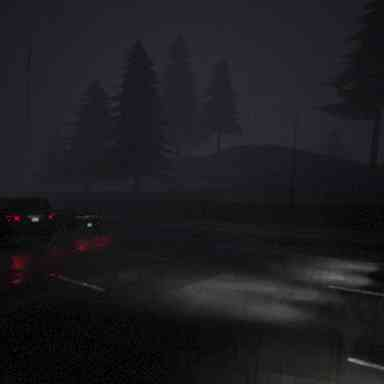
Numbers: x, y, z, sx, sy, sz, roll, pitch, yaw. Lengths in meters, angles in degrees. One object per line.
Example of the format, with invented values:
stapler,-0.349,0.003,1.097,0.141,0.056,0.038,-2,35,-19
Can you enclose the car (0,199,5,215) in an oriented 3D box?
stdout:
car,-20.929,1.554,34.554,1.882,1.535,5.008,0,0,-38

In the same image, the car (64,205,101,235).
car,-7.214,1.535,19.370,4.902,1.511,2.128,0,0,43

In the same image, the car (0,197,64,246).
car,-8.560,1.257,15.800,5.566,2.045,2.150,0,0,43
